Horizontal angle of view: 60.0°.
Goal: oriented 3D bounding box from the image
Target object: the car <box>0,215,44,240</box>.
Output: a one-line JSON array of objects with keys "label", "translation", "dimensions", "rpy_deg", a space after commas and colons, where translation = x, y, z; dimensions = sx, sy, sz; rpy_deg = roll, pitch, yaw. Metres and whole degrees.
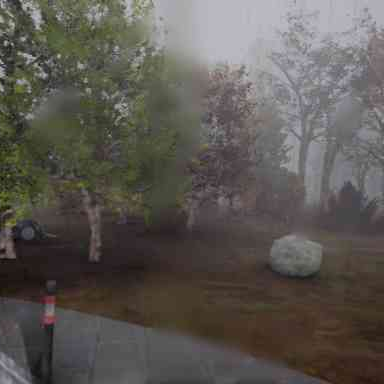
[{"label": "car", "translation": [-8.680, 1.350, 13.751], "dimensions": [2.231, 1.521, 4.892], "rpy_deg": [1, 0, 40]}]
